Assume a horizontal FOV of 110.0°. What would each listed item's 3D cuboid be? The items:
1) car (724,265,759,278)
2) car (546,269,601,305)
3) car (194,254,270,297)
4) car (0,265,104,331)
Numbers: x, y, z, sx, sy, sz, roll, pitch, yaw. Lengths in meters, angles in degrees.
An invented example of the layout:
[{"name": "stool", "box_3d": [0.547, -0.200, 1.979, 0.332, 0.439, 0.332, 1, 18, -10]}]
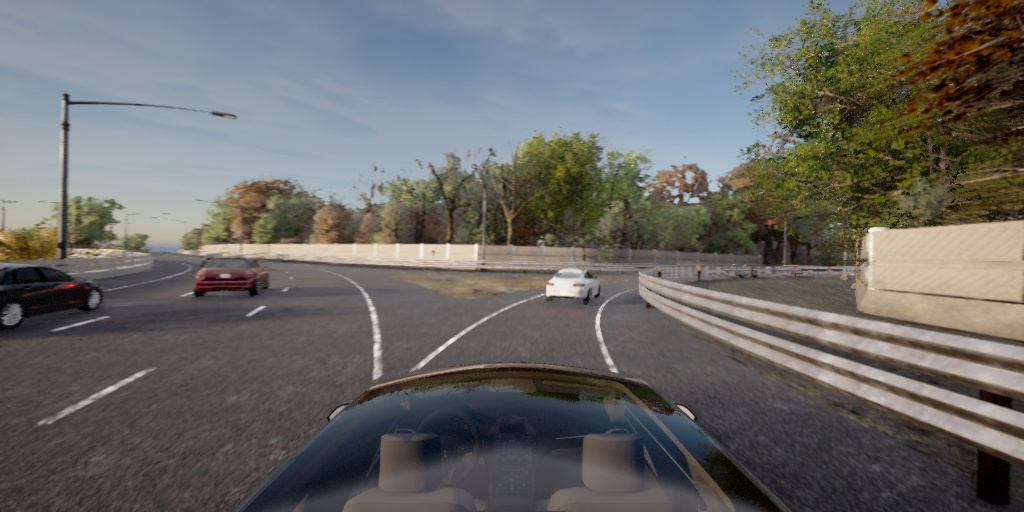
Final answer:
[{"name": "car", "box_3d": [27.150, 1.779, 42.340, 4.902, 1.511, 2.128, 1, 0, -30]}, {"name": "car", "box_3d": [2.901, 1.314, 16.555, 1.812, 1.442, 4.674, 1, 0, 22]}, {"name": "car", "box_3d": [-12.560, 0.794, 16.384, 2.097, 1.767, 4.553, 1, 0, -27]}, {"name": "car", "box_3d": [-12.968, 0.951, 9.223, 1.837, 1.490, 4.892, 2, 0, -24]}]
